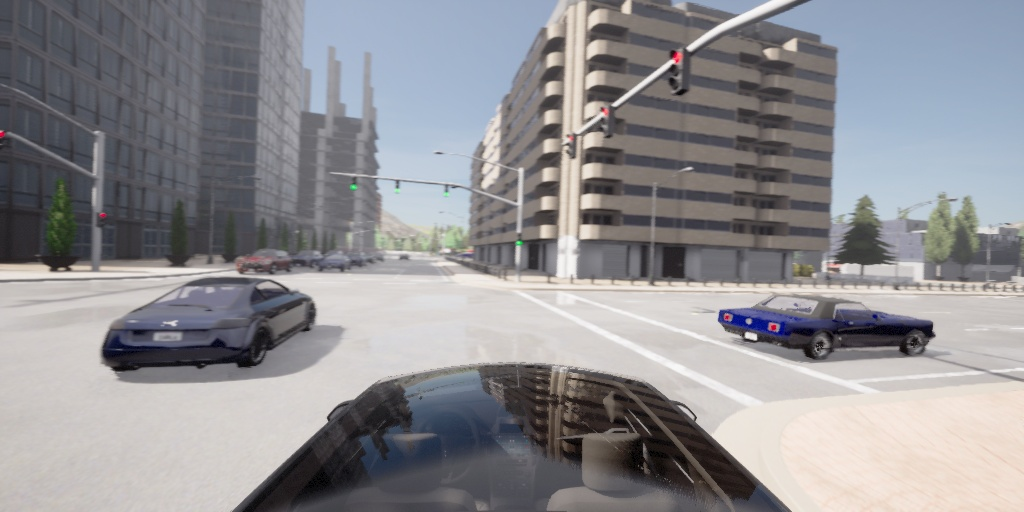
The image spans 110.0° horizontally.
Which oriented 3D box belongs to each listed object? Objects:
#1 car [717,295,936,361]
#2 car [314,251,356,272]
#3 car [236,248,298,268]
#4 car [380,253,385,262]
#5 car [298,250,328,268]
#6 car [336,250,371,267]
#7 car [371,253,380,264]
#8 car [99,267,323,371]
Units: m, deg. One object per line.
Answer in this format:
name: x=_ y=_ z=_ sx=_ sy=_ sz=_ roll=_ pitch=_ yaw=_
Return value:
car: x=7.721 y=1.649 z=8.847 sx=4.718 sy=1.301 sz=1.895 roll=2 pitch=0 yaw=-14
car: x=-15.006 y=0.547 z=30.665 sx=1.812 sy=1.442 sz=4.674 roll=2 pitch=0 yaw=-14
car: x=-17.307 y=0.313 z=25.303 sx=2.097 sy=1.767 sz=4.553 roll=2 pitch=0 yaw=-14
car: x=-21.419 y=0.207 z=57.128 sx=1.994 sy=1.385 sz=4.181 roll=2 pitch=0 yaw=-14
car: x=-19.396 y=0.190 z=33.904 sx=2.097 sy=1.767 sz=4.553 roll=2 pitch=0 yaw=-14
car: x=-16.934 y=0.260 z=38.554 sx=2.097 sy=1.767 sz=4.553 roll=2 pitch=0 yaw=-14
car: x=-19.081 y=0.286 z=47.464 sx=1.837 sy=1.490 sz=4.892 roll=2 pitch=0 yaw=-13
car: x=-5.429 y=1.102 z=7.120 sx=1.994 sy=1.385 sz=4.181 roll=2 pitch=0 yaw=-14
